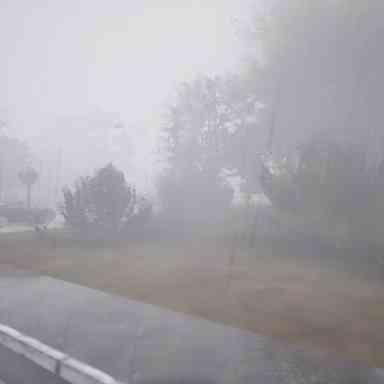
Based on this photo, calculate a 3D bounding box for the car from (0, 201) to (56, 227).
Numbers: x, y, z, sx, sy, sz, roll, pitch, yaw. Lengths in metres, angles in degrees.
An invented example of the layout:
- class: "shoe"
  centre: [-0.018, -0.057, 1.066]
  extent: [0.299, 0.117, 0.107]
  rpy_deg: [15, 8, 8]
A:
- class: "car"
  centre: [-11.499, 1.349, 22.043]
  extent: [1.882, 1.535, 5.008]
  rpy_deg: [0, 0, 32]
